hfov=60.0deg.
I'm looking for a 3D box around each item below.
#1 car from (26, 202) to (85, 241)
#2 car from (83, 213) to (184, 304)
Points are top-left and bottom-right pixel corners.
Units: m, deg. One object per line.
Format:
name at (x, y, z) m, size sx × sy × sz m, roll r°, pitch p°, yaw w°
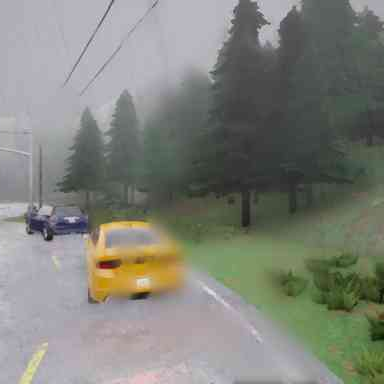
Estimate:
car at (-6.917, 1.352, 17.024) m, size 2.097 × 1.767 × 4.553 m, roll 0°, pitch 0°, yaw -40°
car at (-1.659, 1.477, 8.369) m, size 1.882 × 1.535 × 5.008 m, roll 0°, pitch 0°, yaw -18°
